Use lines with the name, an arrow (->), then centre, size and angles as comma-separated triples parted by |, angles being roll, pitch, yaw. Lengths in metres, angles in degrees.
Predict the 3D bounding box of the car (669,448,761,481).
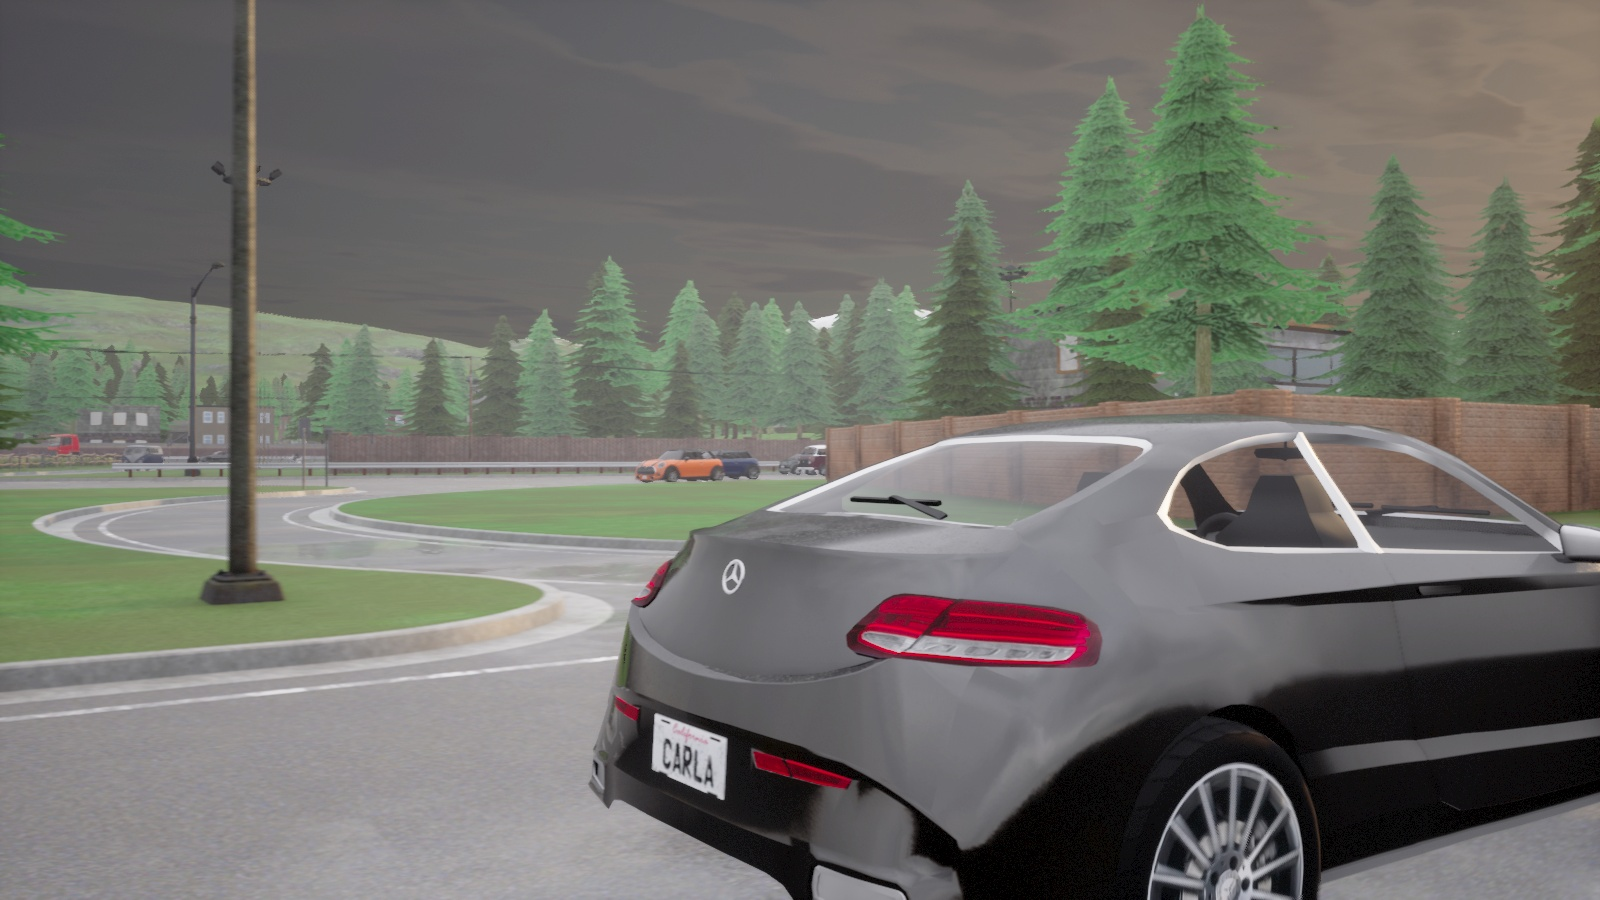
car -> -4.607, 0.774, 68.235 | 4.553, 1.767, 2.097 | 0, 0, -35

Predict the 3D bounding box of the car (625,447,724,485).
car -> -6.067, 0.760, 61.085 | 2.097, 1.767, 4.553 | 0, 0, 42

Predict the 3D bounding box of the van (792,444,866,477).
van -> 1.893, 0.655, 81.296 | 4.480, 2.038, 2.069 | 0, 0, -35

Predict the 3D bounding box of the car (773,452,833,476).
car -> 0.224, 0.921, 84.398 | 3.705, 1.549, 1.789 | 0, 0, -35

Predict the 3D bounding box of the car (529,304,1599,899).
car -> 1.747, 0.531, 4.867 | 5.027, 1.651, 2.152 | 0, 0, -35
